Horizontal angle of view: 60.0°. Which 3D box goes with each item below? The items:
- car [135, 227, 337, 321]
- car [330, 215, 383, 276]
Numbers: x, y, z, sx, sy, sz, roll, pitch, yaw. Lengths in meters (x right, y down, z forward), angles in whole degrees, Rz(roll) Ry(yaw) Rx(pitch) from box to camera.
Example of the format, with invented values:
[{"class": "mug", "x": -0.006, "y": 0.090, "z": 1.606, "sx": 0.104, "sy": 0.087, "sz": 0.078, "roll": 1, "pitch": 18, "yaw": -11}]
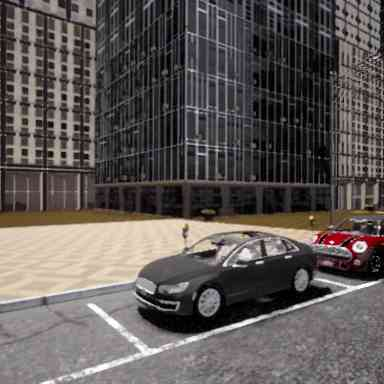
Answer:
[{"class": "car", "x": 0.921, "y": 1.569, "z": 7.219, "sx": 4.403, "sy": 1.369, "sz": 2.008, "roll": 0, "pitch": 0, "yaw": -36}, {"class": "car", "x": 5.425, "y": 1.479, "z": 10.433, "sx": 4.097, "sy": 1.590, "sz": 1.967, "roll": 0, "pitch": 0, "yaw": -36}]
